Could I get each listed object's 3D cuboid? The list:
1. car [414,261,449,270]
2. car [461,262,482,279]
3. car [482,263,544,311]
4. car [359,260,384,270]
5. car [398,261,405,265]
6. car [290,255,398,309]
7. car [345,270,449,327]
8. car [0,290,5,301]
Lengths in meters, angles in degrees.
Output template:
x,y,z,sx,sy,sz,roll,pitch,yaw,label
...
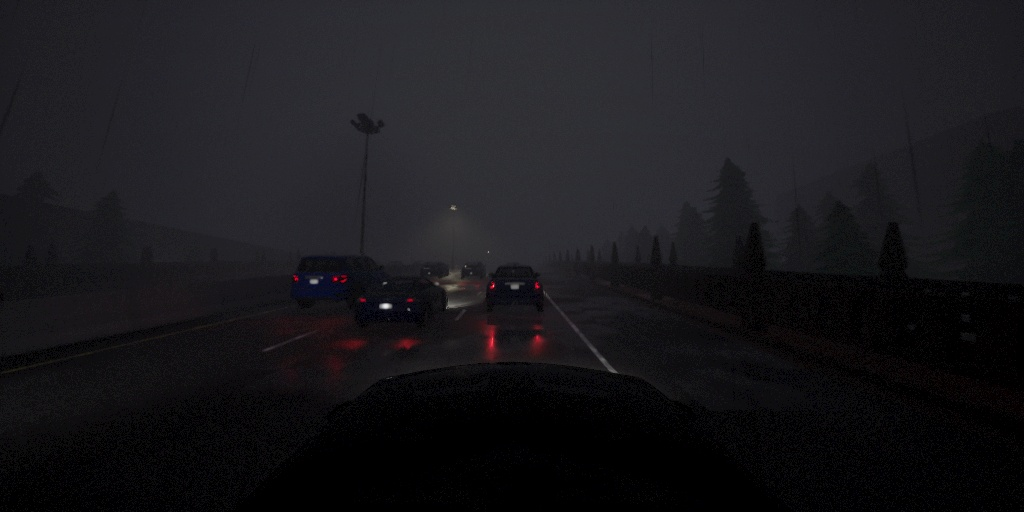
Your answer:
x,y,z,sx,sy,sz,roll,pitch,yaw,label
-6.896,1.238,32.302,2.128,1.511,4.902,0,0,0,car
-3.396,1.238,32.290,2.128,1.511,4.902,0,0,0,car
0.102,1.108,14.723,2.097,1.767,4.553,0,0,0,car
-20.994,1.421,53.920,1.837,1.490,4.892,0,-2,0,car
-17.494,1.414,53.861,1.837,1.490,4.892,0,-2,0,car
-6.898,0.978,15.175,2.150,2.045,5.566,0,0,0,car
-3.399,1.322,11.654,1.994,1.385,4.181,0,0,0,car
-14.099,1.238,7.175,1.882,1.535,5.008,0,0,0,car
